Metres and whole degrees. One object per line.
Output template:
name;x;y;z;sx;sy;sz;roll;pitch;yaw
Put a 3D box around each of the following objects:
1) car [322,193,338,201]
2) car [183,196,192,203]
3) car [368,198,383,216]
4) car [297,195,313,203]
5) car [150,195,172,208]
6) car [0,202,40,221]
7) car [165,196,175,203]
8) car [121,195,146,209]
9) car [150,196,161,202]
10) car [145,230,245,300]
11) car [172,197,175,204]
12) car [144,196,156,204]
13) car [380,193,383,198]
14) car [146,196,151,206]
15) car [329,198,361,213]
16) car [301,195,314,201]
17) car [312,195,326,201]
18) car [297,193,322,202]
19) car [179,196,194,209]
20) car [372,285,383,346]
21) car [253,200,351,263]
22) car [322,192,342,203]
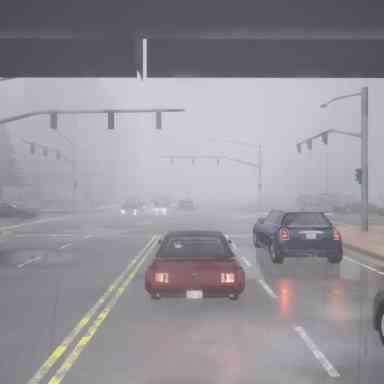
car;33.523;1.153;80.753;1.932;1.855;4.605;0;0;0
car;-0.948;1.525;70.269;1.812;1.442;4.674;0;0;0
car;19.265;1.505;30.379;4.892;1.490;1.837;0;0;1
car;22.216;1.395;65.572;1.970;1.475;3.806;0;0;0
car;-4.492;1.491;49.545;2.128;1.511;4.902;0;0;0
car;-14.709;1.526;26.630;4.674;1.442;1.812;0;0;-2
car;-4.519;1.600;68.742;1.895;1.301;4.718;0;0;0
car;-8.031;1.352;44.782;2.097;1.767;4.553;0;0;2
car;-8.046;1.552;73.971;1.994;1.385;4.181;0;0;0
car;0.069;1.601;8.342;1.895;1.301;4.718;0;0;0
car;-4.530;1.352;58.587;2.097;1.767;4.553;0;0;0
car;-8.027;1.525;63.959;1.812;1.442;4.674;0;0;0
car;39.113;1.153;65.706;1.932;1.855;4.605;0;0;0
car;-8.014;1.477;53.953;1.882;1.535;5.008;0;0;0
car;16.681;1.564;33.913;4.181;1.385;1.994;0;0;1
car;27.945;1.395;80.689;1.970;1.475;3.806;0;0;0
car;30.840;1.363;80.695;1.784;1.438;3.905;0;0;0
car;16.662;1.153;48.144;1.932;1.855;4.605;0;0;0
car;-0.797;1.477;45.810;1.882;1.535;5.008;0;0;0
car;3.601;1.505;3.018;1.837;1.490;4.892;0;0;0
car;3.585;1.352;12.107;2.097;1.767;4.553;0;0;0
car;19.556;1.156;48.097;1.905;1.878;3.866;0;0;0
